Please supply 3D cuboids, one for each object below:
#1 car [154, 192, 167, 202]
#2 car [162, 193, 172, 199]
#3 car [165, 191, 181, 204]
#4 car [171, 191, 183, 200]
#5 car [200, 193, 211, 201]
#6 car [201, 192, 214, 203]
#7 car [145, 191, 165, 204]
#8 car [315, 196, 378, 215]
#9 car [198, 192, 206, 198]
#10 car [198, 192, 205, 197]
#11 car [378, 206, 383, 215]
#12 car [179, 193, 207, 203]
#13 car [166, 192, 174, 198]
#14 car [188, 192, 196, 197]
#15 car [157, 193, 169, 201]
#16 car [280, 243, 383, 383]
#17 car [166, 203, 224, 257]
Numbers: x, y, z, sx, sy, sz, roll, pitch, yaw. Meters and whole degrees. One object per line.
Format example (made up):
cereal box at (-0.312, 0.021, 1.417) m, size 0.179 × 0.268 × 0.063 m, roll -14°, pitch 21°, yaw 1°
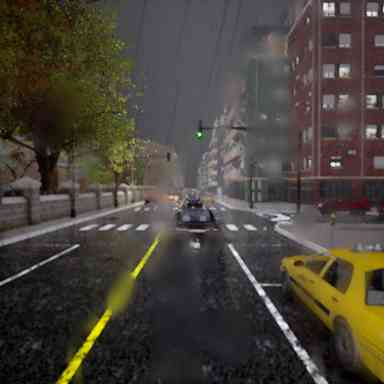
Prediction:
car at (-5.692, 0.851, 59.811) m, size 1.967 × 1.590 × 4.097 m, roll 0°, pitch 1°, yaw 0°
car at (-5.691, 0.839, 76.417) m, size 1.802 × 1.307 × 4.206 m, roll 0°, pitch 1°, yaw 0°
car at (-3.070, 0.846, 50.894) m, size 2.097 × 1.767 × 4.553 m, roll 0°, pitch 1°, yaw 0°
car at (-3.011, 0.696, 67.019) m, size 2.097 × 1.767 × 4.553 m, roll 0°, pitch 1°, yaw 0°
car at (2.689, 0.910, 65.348) m, size 2.008 × 1.369 × 4.403 m, roll 0°, pitch 1°, yaw 0°
car at (2.689, 0.986, 54.447) m, size 1.752 × 1.417 × 4.829 m, roll 0°, pitch 1°, yaw 0°
car at (-5.692, 0.829, 48.740) m, size 2.192 × 1.841 × 5.009 m, roll 0°, pitch 1°, yaw 0°
car at (14.616, 1.264, 32.170) m, size 5.009 × 1.841 × 2.192 m, roll 1°, pitch 0°, yaw 0°
car at (2.690, 0.701, 87.487) m, size 1.887 × 1.381 × 4.507 m, roll 0°, pitch 1°, yaw 0°
car at (2.690, 0.651, 93.022) m, size 1.887 × 1.381 × 4.507 m, roll 0°, pitch 1°, yaw 0°
car at (20.307, 1.597, 32.188) m, size 4.507 × 1.381 × 1.887 m, roll 1°, pitch 0°, yaw 0°
car at (0.103, 1.164, 32.449) m, size 2.128 × 1.511 × 4.902 m, roll 0°, pitch 1°, yaw 0°
car at (-5.690, 0.738, 87.488) m, size 1.802 × 1.307 × 4.206 m, roll 0°, pitch 1°, yaw 0°
car at (0.003, 0.648, 84.477) m, size 1.994 × 1.385 × 4.181 m, roll 0°, pitch 1°, yaw 0°
car at (-5.691, 0.904, 65.347) m, size 1.887 × 1.381 × 4.507 m, roll 0°, pitch 1°, yaw 0°
car at (2.689, 1.469, 5.349) m, size 1.752 × 1.417 × 4.829 m, roll 0°, pitch 1°, yaw 0°
car at (0.100, 1.364, 12.423) m, size 2.128 × 1.511 × 4.902 m, roll 0°, pitch 1°, yaw 0°
